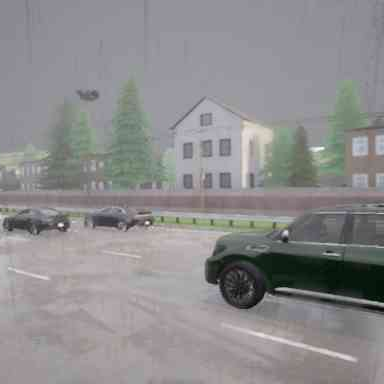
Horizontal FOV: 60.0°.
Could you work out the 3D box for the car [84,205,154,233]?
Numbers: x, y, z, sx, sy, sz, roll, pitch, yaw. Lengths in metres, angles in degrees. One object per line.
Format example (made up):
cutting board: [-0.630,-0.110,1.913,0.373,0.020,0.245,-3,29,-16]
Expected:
car: [-4.483,1.530,20.065,4.902,1.511,2.128,0,0,35]

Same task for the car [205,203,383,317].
car: [2.940,1.224,6.192,5.566,2.045,2.150,0,0,35]

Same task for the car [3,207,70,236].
car: [-8.778,1.571,18.809,4.674,1.442,1.812,0,0,35]
